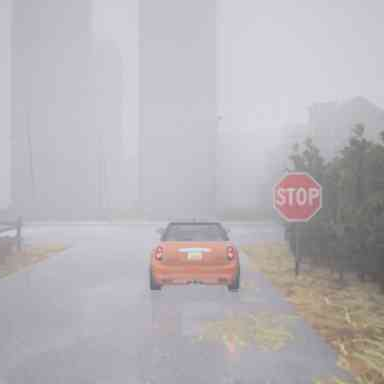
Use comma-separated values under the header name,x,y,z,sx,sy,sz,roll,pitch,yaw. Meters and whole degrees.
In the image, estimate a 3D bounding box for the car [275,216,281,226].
name,x,y,z,sx,sy,sz,roll,pitch,yaw
car,7.801,1.815,21.352,4.718,1.301,1.895,0,-1,0

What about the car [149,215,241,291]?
name,x,y,z,sx,sy,sz,roll,pitch,yaw
car,0.039,1.449,9.449,2.097,1.767,4.553,0,-1,-1
